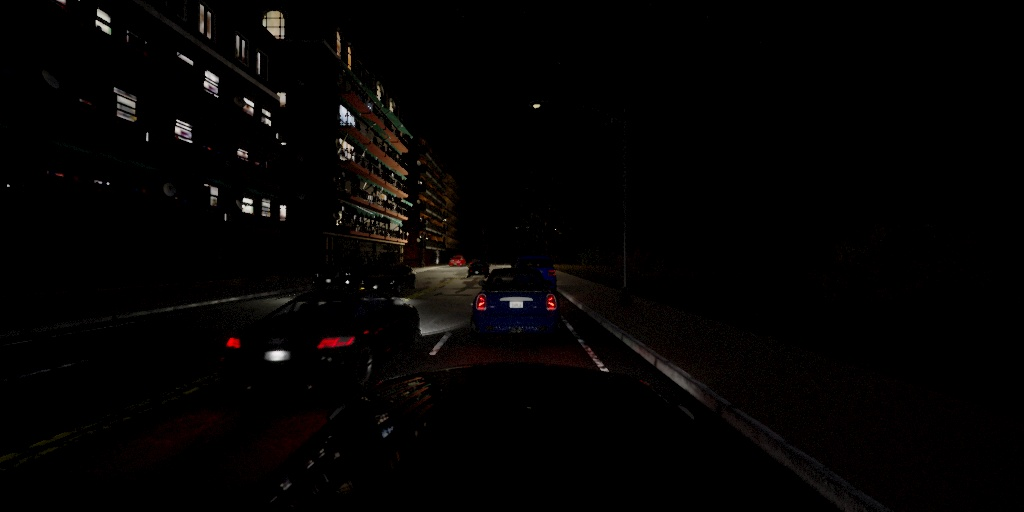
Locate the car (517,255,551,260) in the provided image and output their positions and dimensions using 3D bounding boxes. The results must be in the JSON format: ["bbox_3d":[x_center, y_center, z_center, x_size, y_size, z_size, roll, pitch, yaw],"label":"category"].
[{"bbox_3d":[1.137,0.977,19.697,2.150,2.045,5.566,0,0,0],"label":"car"}]

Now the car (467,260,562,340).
[{"bbox_3d":[0.098,1.103,10.122,2.097,1.767,4.553,0,0,0],"label":"car"}]

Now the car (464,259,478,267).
[{"bbox_3d":[-3.149,1.278,34.483,1.812,1.442,4.674,0,0,0],"label":"car"}]

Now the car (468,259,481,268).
[{"bbox_3d":[-6.559,1.275,62.814,1.812,1.442,4.674,0,0,0],"label":"car"}]

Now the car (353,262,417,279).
[{"bbox_3d":[-6.602,1.257,19.703,1.837,1.490,4.892,0,0,0],"label":"car"}]

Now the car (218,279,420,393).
[{"bbox_3d":[-3.152,1.314,6.821,1.994,1.385,4.181,0,0,0],"label":"car"}]

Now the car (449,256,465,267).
[{"bbox_3d":[-9.794,0.969,64.470,2.150,2.045,5.566,0,0,1],"label":"car"}]

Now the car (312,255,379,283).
[{"bbox_3d":[-9.849,0.973,22.001,2.150,2.045,5.566,0,0,0],"label":"car"}]
